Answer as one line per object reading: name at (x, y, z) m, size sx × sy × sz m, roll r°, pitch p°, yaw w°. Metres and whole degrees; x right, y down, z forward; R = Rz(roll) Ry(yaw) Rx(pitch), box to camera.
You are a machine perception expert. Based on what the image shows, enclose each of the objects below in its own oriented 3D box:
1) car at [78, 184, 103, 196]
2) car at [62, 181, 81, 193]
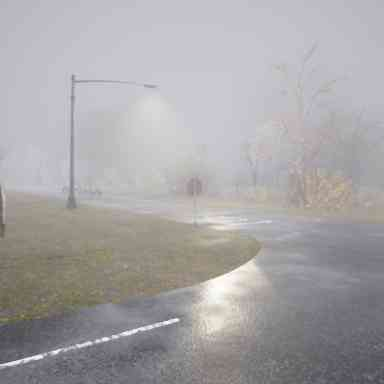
car at (-14.958, -0.122, 49.552) m, size 1.895 × 1.301 × 4.718 m, roll 0°, pitch 2°, yaw -36°
car at (-20.792, -0.823, 57.664) m, size 2.150 × 2.045 × 5.566 m, roll 0°, pitch 2°, yaw -36°
